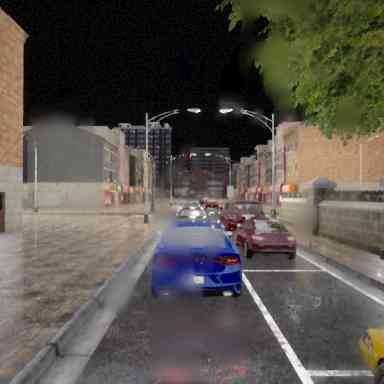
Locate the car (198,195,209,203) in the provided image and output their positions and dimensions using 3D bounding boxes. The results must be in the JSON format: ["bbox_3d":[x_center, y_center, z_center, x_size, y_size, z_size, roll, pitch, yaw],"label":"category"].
[{"bbox_3d":[2.542,1.644,60.578,1.887,1.381,4.507,1,0,0],"label":"car"}]

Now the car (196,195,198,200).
[{"bbox_3d":[2.535,1.432,66.016,2.192,1.841,5.009,1,0,0],"label":"car"}]

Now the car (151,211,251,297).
[{"bbox_3d":[0.084,1.480,8.638,1.882,1.535,5.008,0,0,0],"label":"car"}]

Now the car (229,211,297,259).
[{"bbox_3d":[2.625,1.586,12.387,1.802,1.307,4.206,1,0,0],"label":"car"}]

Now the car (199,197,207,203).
[{"bbox_3d":[2.514,1.738,76.890,1.802,1.307,4.206,0,0,0],"label":"car"}]

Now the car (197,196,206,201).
[{"bbox_3d":[2.495,1.752,87.765,2.008,1.369,4.403,0,0,0],"label":"car"}]

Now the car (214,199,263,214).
[{"bbox_3d":[2.618,1.324,17.837,2.192,1.841,5.009,1,0,0],"label":"car"}]

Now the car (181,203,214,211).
[{"bbox_3d":[0.069,1.558,18.578,2.033,1.411,5.357,0,0,0],"label":"car"}]

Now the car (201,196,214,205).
[{"bbox_3d":[2.570,1.599,44.267,1.887,1.381,4.507,1,0,0],"label":"car"}]

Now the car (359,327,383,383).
[{"bbox_3d":[2.644,1.526,1.658,1.752,1.417,4.829,1,0,0],"label":"car"}]
